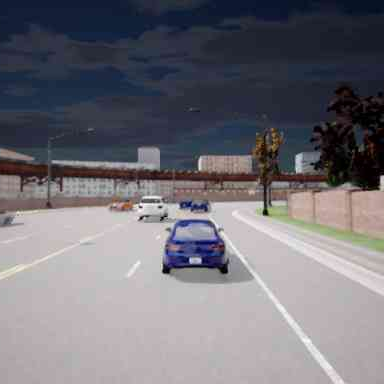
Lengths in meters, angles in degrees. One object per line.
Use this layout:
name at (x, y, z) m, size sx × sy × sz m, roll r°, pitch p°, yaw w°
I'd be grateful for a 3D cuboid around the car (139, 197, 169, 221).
car at (-3.382, 1.427, 29.918) m, size 2.150 × 2.045 × 5.566 m, roll 0°, pitch 0°, yaw 1°

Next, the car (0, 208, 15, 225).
car at (-14.091, 1.757, 22.520) m, size 1.895 × 1.301 × 4.718 m, roll 0°, pitch 0°, yaw 0°

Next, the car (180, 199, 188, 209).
car at (-0.312, 1.775, 50.735) m, size 1.882 × 1.535 × 5.008 m, roll -2°, pitch -1°, yaw 19°

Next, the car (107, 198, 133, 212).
car at (-9.420, 1.655, 43.775) m, size 2.097 × 1.767 × 4.553 m, roll 0°, pitch 0°, yaw 10°

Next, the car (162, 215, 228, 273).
car at (0.091, 1.604, 10.833) m, size 1.812 × 1.442 × 4.674 m, roll 0°, pitch 0°, yaw 0°

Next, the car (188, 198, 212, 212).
car at (1.296, 1.602, 42.606) m, size 2.097 × 1.767 × 4.553 m, roll 0°, pitch 0°, yaw 12°

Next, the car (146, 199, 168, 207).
car at (-6.565, 1.974, 62.268) m, size 1.812 × 1.442 × 4.674 m, roll -1°, pitch -1°, yaw 28°
